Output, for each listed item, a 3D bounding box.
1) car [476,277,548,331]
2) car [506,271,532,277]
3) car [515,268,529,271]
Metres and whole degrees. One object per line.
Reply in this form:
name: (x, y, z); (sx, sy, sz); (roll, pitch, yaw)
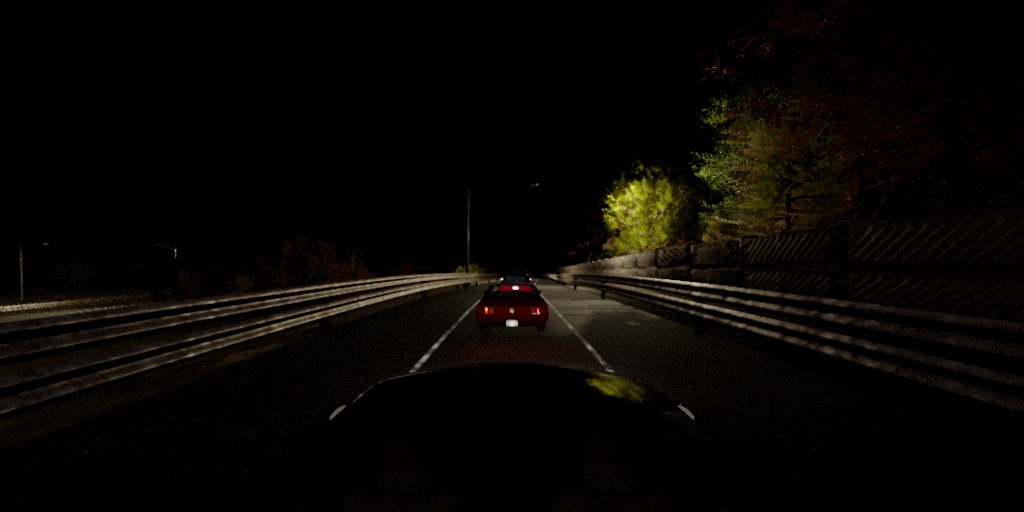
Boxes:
car: (0.019, 1.486, 11.419); (1.895, 1.301, 4.718); (0, -1, 0)
car: (0.257, 1.774, 21.533); (1.994, 1.385, 4.181); (0, -2, 1)
car: (1.398, 2.635, 46.477); (2.150, 2.045, 5.566); (0, -3, 5)
